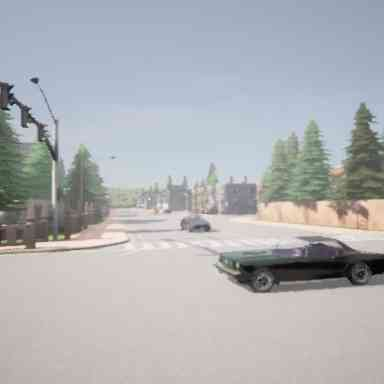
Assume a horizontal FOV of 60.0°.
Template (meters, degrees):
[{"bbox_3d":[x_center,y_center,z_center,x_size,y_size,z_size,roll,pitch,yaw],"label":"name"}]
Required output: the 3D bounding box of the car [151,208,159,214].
[{"bbox_3d":[-10.101,5.150,90.201,1.882,1.535,5.008,0,-2,-13],"label":"car"}]

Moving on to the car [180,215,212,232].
[{"bbox_3d":[0.238,2.799,30.103,2.033,1.411,5.357,0,-2,-13],"label":"car"}]

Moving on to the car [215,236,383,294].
[{"bbox_3d":[3.106,1.970,9.667,4.718,1.301,1.895,0,-2,-13],"label":"car"}]

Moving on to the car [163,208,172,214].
[{"bbox_3d":[-6.693,5.219,91.001,1.837,1.490,4.892,0,-2,-13],"label":"car"}]
